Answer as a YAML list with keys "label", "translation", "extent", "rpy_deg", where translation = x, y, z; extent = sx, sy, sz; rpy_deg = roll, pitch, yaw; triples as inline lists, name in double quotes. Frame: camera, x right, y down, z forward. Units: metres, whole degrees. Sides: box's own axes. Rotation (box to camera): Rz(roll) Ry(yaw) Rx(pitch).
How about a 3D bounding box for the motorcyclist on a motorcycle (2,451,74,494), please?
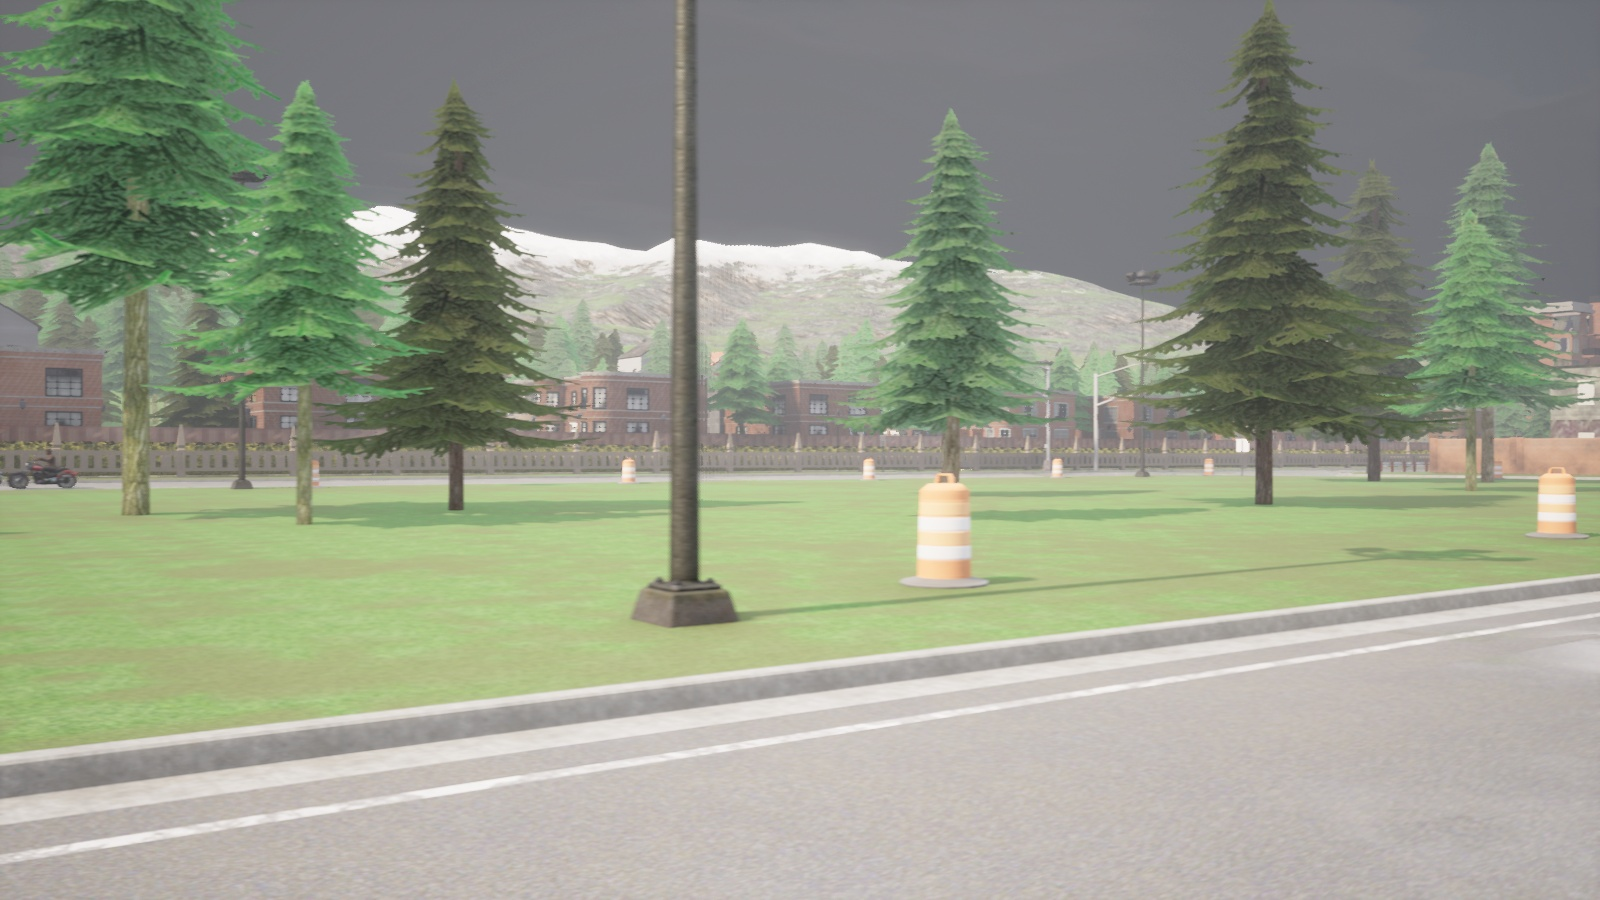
- label: "motorcyclist on a motorcycle"
  translation: [-29.902, 0.879, 49.279]
  extent: [2.350, 1.649, 0.766]
  rpy_deg: [0, 0, -35]
